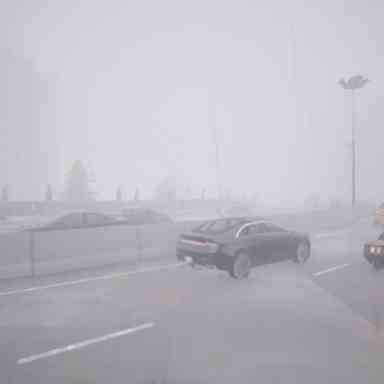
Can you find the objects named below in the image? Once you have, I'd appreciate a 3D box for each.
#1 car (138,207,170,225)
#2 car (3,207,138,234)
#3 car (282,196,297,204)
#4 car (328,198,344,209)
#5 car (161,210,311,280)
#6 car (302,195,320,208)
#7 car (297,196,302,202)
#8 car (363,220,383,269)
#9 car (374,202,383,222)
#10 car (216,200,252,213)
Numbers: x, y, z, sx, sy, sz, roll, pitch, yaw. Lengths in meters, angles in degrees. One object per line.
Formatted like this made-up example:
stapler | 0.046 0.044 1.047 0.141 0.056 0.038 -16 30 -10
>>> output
car | -3.653 1.589 19.477 5.357 1.411 2.033 0 0 -43
car | -4.999 1.503 13.749 5.008 1.535 1.882 0 0 -40
car | 20.280 1.696 70.148 2.097 1.767 4.553 0 0 11
car | 20.750 1.683 47.950 1.837 1.490 4.892 0 -1 24
car | 1.744 1.507 10.077 4.902 1.511 2.128 0 0 -41
car | 19.301 1.438 53.493 2.150 2.045 5.566 0 0 21
car | 28.551 1.851 86.771 2.033 1.411 5.357 0 0 1
car | 7.042 1.615 10.126 4.718 1.301 1.895 0 0 -43
car | 14.368 1.408 23.435 2.097 1.767 4.553 0 0 39
car | 4.284 1.603 33.549 2.128 1.511 4.902 0 0 37
